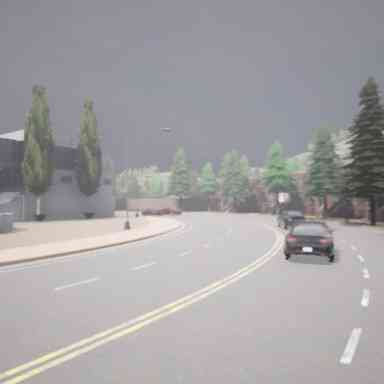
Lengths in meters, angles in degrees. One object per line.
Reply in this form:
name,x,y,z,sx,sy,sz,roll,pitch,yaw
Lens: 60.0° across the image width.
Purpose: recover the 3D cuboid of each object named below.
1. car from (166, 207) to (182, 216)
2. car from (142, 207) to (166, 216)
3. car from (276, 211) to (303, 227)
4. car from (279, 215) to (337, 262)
car,-3.597,3.328,57.953,1.882,1.535,5.008,1,-3,-36
car,-6.704,3.383,56.284,1.994,1.385,4.181,1,-2,-37
car,8.458,2.353,28.394,1.837,1.490,4.892,0,-1,5
car,5.029,1.942,14.017,1.812,1.442,4.674,-1,-2,23
